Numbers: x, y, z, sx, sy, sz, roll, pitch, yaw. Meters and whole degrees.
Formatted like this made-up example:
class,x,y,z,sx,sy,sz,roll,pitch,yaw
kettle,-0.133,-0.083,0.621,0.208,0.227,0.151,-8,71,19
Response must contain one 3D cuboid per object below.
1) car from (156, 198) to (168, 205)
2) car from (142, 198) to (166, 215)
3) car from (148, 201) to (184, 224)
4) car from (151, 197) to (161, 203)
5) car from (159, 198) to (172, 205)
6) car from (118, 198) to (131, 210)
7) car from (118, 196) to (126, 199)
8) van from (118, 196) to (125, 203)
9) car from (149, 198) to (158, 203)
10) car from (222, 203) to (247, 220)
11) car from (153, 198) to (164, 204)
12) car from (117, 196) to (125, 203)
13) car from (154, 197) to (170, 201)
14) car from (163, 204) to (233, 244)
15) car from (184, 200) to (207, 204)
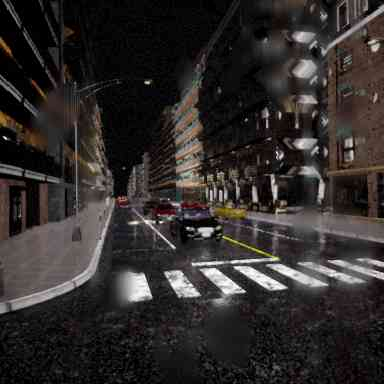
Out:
class,x,y,z,sx,sy,sz,roll,pitch,yaw
car,-6.688,2.005,72.924,2.008,1.369,4.403,-1,0,-13
car,-4.445,1.735,36.695,1.837,1.490,4.892,-1,0,-13
car,-2.175,1.679,26.574,1.812,1.442,4.674,-1,0,-13
car,-9.180,1.989,83.969,1.967,1.590,4.097,-1,0,-13
car,-5.443,1.959,67.400,2.008,1.369,4.403,-1,0,-13
car,-9.886,1.949,49.005,1.802,1.307,4.206,-1,0,-13
car,-14.871,1.867,71.102,2.192,1.841,5.009,-1,0,-13
van,-18.606,2.037,87.672,1.690,1.788,3.998,-1,0,-13
car,-10.424,2.180,89.493,1.802,1.307,4.206,-1,0,-13
car,3.235,1.618,28.904,1.752,1.417,4.829,-1,0,-13
car,-7.934,2.045,78.448,1.887,1.381,4.507,-1,0,-13
car,-19.852,2.066,93.193,2.192,1.841,5.009,-1,0,-13
car,-4.205,1.824,50.121,1.812,1.442,4.674,-1,0,-13
car,0.074,1.576,16.590,2.128,1.511,4.902,-1,0,-13
car,0.782,1.722,39.783,1.887,1.381,4.507,-1,0,-13
